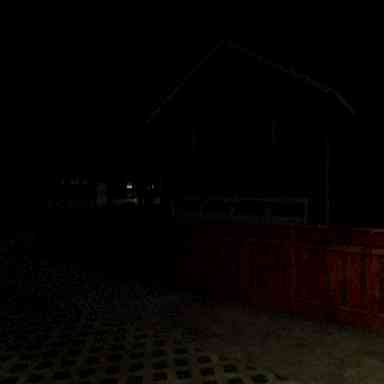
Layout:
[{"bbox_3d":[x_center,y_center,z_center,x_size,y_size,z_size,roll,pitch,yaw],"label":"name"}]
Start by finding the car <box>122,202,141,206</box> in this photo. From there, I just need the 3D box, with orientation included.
[{"bbox_3d":[-6.238,1.821,35.134,1.812,1.442,4.674,0,-1,15],"label":"car"}]
